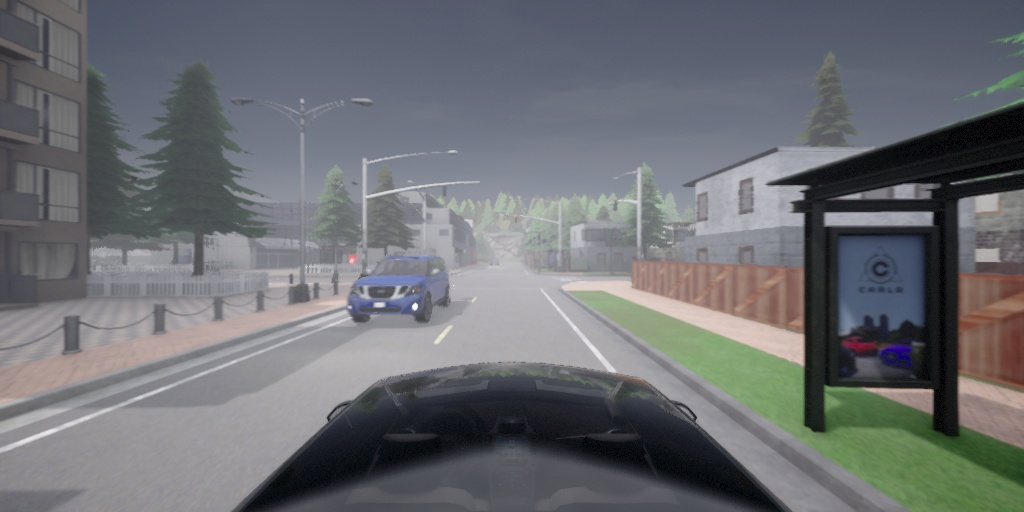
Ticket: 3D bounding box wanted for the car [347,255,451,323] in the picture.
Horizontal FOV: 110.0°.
[{"bbox_3d":[-3.558,0.982,12.455,2.150,2.045,5.566,0,0,0],"label":"car"}]
